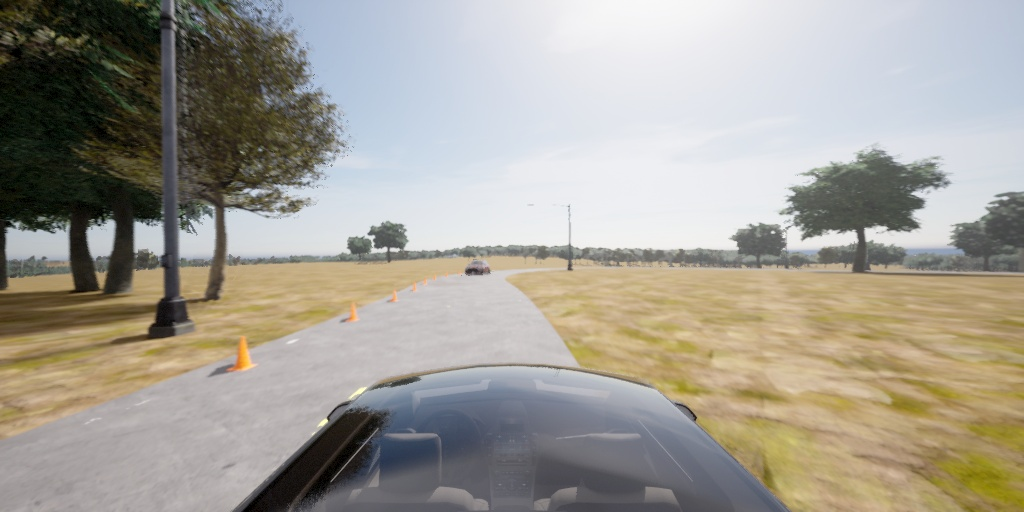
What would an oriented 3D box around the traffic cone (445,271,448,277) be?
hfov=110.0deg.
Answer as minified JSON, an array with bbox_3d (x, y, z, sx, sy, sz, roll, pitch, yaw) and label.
[{"bbox_3d":[-6.713,1.856,36.782,0.340,0.580,0.340,0,0,4],"label":"traffic cone"}]

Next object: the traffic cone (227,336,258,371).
[{"bbox_3d":[-4.982,1.777,6.645,0.340,0.580,0.340,0,0,-1],"label":"traffic cone"}]

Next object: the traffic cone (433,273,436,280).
[{"bbox_3d":[-6.795,1.830,31.514,0.340,0.580,0.340,0,0,-2],"label":"traffic cone"}]

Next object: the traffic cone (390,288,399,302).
[{"bbox_3d":[-5.400,1.781,16.487,0.340,0.580,0.340,0,0,-4],"label":"traffic cone"}]

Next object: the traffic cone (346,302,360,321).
[{"bbox_3d":[-5.124,1.778,11.569,0.340,0.580,0.340,0,0,-2],"label":"traffic cone"}]

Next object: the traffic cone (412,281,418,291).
[{"bbox_3d":[-5.811,1.789,21.396,0.340,0.580,0.340,0,0,-6],"label":"traffic cone"}]

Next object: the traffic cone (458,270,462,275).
[{"bbox_3d":[-6.106,1.884,42.016,0.340,0.580,0.340,0,0,9],"label":"traffic cone"}]

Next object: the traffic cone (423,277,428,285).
[{"bbox_3d":[-6.355,1.807,26.292,0.340,0.580,0.340,0,0,-7],"label":"traffic cone"}]

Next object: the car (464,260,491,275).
[{"bbox_3d":[-3.856,1.242,40.506,2.097,1.767,4.553,-1,0,9],"label":"car"}]
